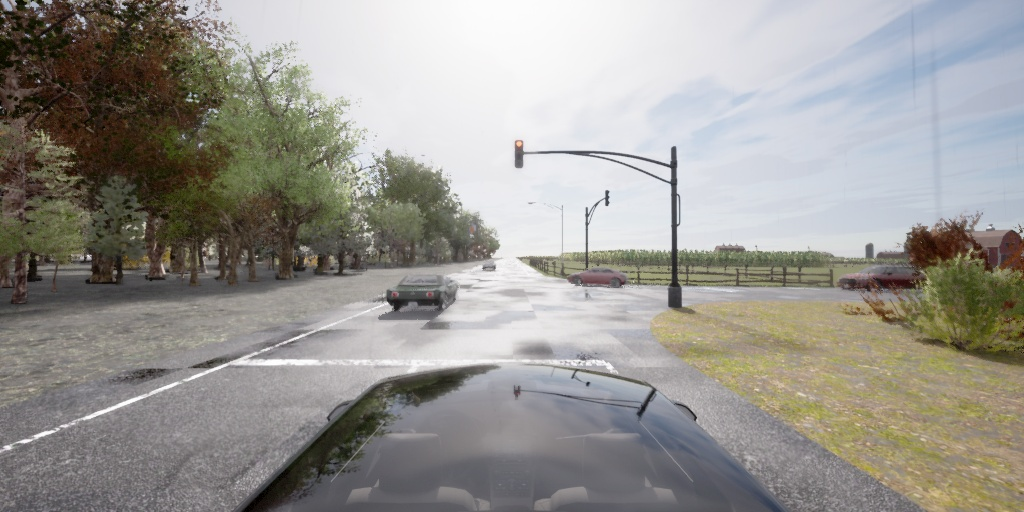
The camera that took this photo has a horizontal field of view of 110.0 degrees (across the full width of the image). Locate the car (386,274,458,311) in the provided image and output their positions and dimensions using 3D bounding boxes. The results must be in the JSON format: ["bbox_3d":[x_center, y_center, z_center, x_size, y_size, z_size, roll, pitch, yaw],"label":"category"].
[{"bbox_3d":[-3.385,1.354,14.512,1.895,1.301,4.718,0,0,0],"label":"car"}]

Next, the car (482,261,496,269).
[{"bbox_3d":[-3.347,1.354,53.971,1.895,1.301,4.718,0,0,0],"label":"car"}]

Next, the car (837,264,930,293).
[{"bbox_3d":[24.095,1.420,23.426,4.553,1.767,2.097,1,-1,0],"label":"car"}]

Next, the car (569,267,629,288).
[{"bbox_3d":[6.212,1.472,25.726,4.181,1.385,1.994,0,-1,28],"label":"car"}]
